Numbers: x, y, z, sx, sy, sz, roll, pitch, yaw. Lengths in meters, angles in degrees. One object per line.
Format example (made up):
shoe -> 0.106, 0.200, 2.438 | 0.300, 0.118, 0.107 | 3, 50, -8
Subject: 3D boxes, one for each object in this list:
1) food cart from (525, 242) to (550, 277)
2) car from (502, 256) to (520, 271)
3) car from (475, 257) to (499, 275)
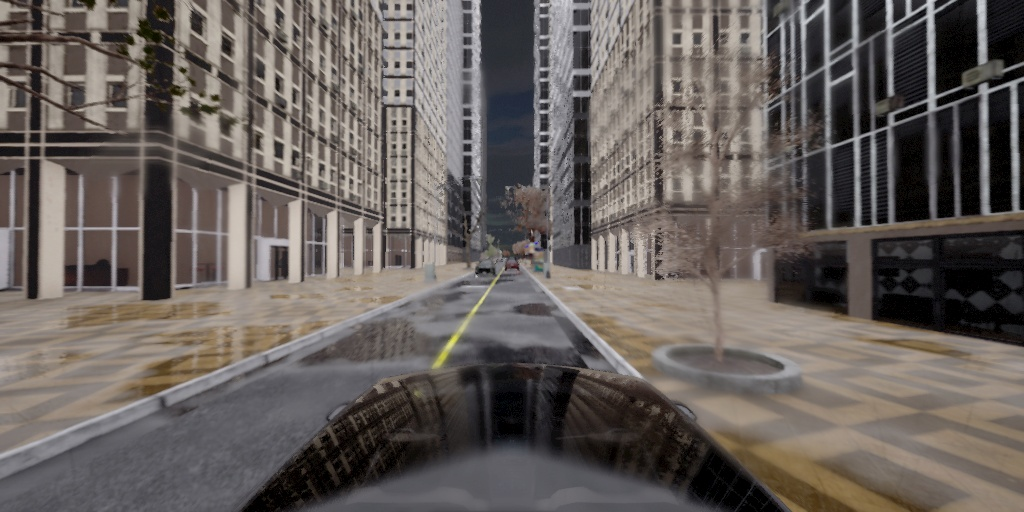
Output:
food cart -> 3.015, 0.252, 41.797 | 2.280, 3.560, 4.660 | 0, 0, 0
car -> 0.016, 1.147, 51.403 | 2.097, 1.767, 4.553 | 0, 0, 0
car -> -2.816, 1.136, 38.964 | 2.097, 1.767, 4.553 | 0, 0, 0
